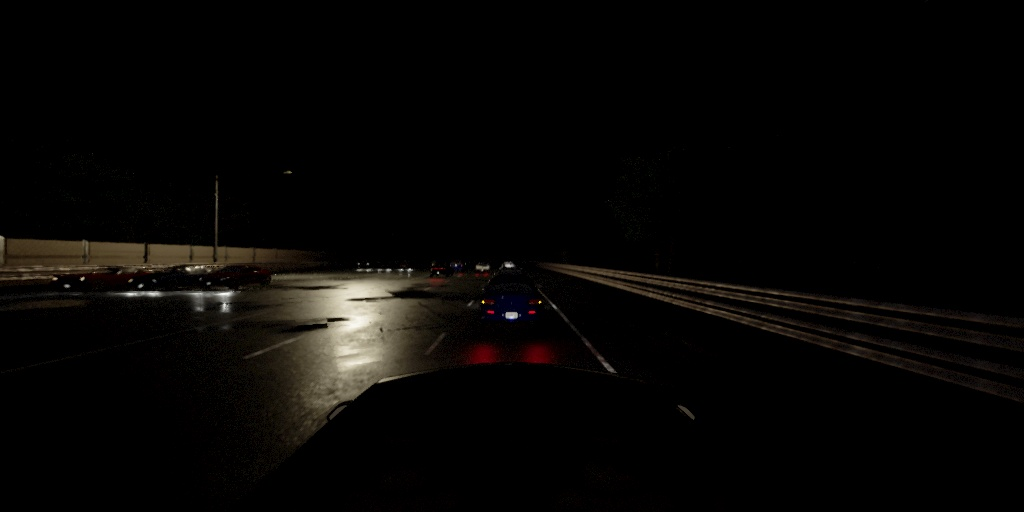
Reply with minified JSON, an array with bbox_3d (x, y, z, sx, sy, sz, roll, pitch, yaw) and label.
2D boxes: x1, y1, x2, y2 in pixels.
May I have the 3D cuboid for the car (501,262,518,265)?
[{"bbox_3d":[-0.103,1.391,30.804,2.128,1.511,4.902,0,0,-1],"label":"car"}]

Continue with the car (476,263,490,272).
[{"bbox_3d":[-4.017,1.617,50.275,1.895,1.301,4.718,0,0,-2],"label":"car"}]

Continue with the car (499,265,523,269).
[{"bbox_3d":[-0.090,1.444,21.689,1.895,1.301,4.718,0,0,-1],"label":"car"}]

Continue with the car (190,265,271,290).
[{"bbox_3d":[-17.419,1.299,22.844,1.812,1.442,4.674,0,0,-2],"label":"car"}]

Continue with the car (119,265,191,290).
[{"bbox_3d":[-20.920,1.304,22.796,2.033,1.411,5.357,0,0,-2],"label":"car"}]

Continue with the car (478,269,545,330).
[{"bbox_3d":[-0.018,1.309,11.153,1.812,1.442,4.674,0,0,0],"label":"car"}]

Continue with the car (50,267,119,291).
[{"bbox_3d":[-24.412,1.336,21.826,1.895,1.301,4.718,0,0,-2],"label":"car"}]

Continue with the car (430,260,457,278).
[{"bbox_3d":[-7.218,1.416,37.281,1.837,1.490,4.892,0,-1,-1],"label":"car"}]

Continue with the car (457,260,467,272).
[{"bbox_3d":[-7.509,1.350,49.895,2.097,1.767,4.553,0,0,-1],"label":"car"}]
